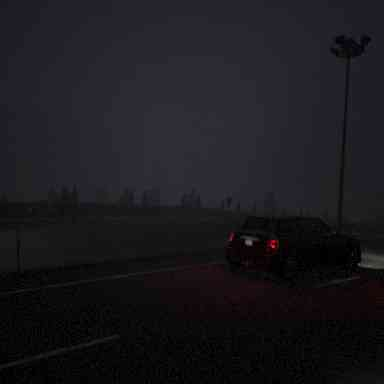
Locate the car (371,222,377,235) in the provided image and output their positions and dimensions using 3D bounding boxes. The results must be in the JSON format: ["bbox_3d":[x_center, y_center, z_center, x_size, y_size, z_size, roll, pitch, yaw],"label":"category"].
[{"bbox_3d":[20.598,4.257,40.171,4.902,1.511,2.128,7,-4,-35],"label":"car"}]

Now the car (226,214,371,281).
[{"bbox_3d":[3.297,1.483,10.401,4.553,1.767,2.097,2,-1,-35],"label":"car"}]
